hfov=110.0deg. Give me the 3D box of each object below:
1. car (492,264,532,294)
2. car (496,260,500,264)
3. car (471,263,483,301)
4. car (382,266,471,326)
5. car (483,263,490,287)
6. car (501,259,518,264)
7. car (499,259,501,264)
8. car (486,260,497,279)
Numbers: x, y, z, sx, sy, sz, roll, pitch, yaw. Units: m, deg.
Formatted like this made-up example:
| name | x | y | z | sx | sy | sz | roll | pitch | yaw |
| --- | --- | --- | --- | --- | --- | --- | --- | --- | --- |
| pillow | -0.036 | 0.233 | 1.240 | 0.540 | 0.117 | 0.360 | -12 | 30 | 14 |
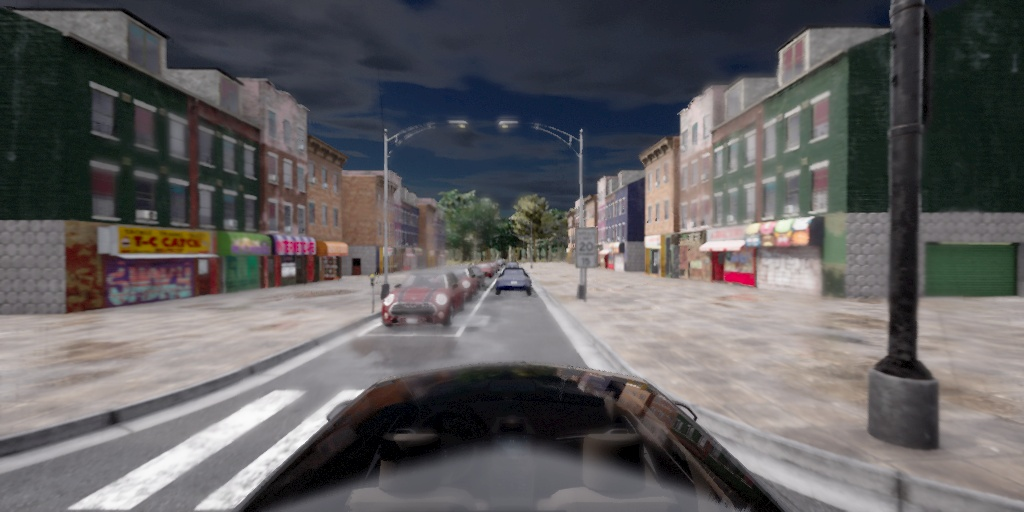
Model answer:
| name | x | y | z | sx | sy | sz | roll | pitch | yaw |
| --- | --- | --- | --- | --- | --- | --- | --- | --- | --- |
| car | 0.106 | 1.339 | 20.400 | 1.994 | 1.385 | 4.181 | 0 | 0 | 0 |
| car | -2.629 | 1.354 | 38.645 | 2.007 | 1.370 | 4.403 | 0 | 0 | 0 |
| car | -2.634 | 1.205 | 16.907 | 1.967 | 1.591 | 4.097 | 0 | 0 | 0 |
| car | -2.635 | 1.198 | 11.472 | 1.967 | 1.591 | 4.097 | 0 | 0 | 0 |
| car | -2.633 | 1.339 | 22.341 | 1.948 | 1.339 | 4.313 | 0 | 0 | 0 |
| car | 0.031 | 1.365 | 43.333 | 2.033 | 1.411 | 5.357 | 0 | 0 | 0 |
| car | -2.628 | 1.359 | 44.080 | 1.888 | 1.381 | 4.507 | 0 | 0 | 0 |
| car | -2.630 | 1.338 | 33.210 | 1.888 | 1.381 | 4.507 | 0 | 0 | 0 |
